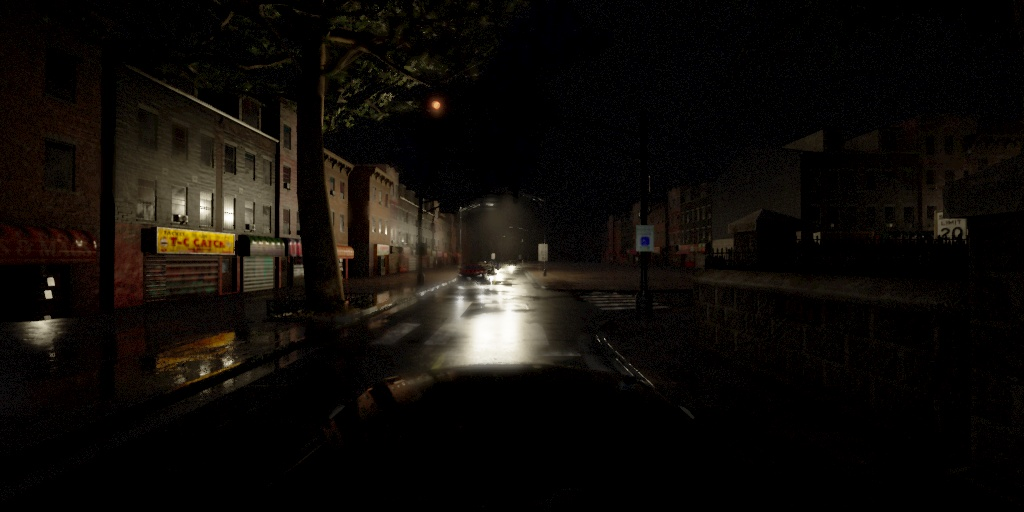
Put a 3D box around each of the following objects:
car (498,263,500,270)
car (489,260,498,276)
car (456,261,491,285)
[{"bbox_3d":[-2.756,1.325,50.787,1.812,1.442,4.674,0,0,0],"label":"car"},{"bbox_3d":[-2.791,1.276,38.009,1.837,1.490,4.892,0,0,0],"label":"car"},{"bbox_3d":[-2.808,1.285,26.221,1.812,1.442,4.674,0,0,0],"label":"car"}]
